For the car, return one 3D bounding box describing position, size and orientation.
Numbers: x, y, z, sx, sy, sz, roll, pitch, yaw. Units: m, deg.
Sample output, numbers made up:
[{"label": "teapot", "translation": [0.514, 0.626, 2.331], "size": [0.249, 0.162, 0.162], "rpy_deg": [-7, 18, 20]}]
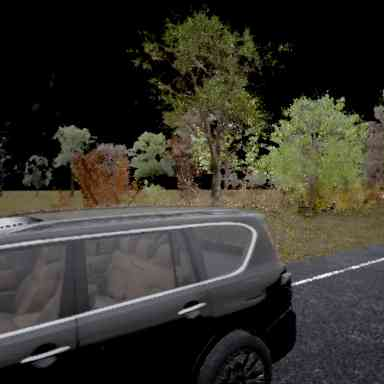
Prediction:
[{"label": "car", "translation": [-1.424, 1.214, 2.977], "size": [5.566, 2.045, 2.150], "rpy_deg": [-1, 1, -36]}]
